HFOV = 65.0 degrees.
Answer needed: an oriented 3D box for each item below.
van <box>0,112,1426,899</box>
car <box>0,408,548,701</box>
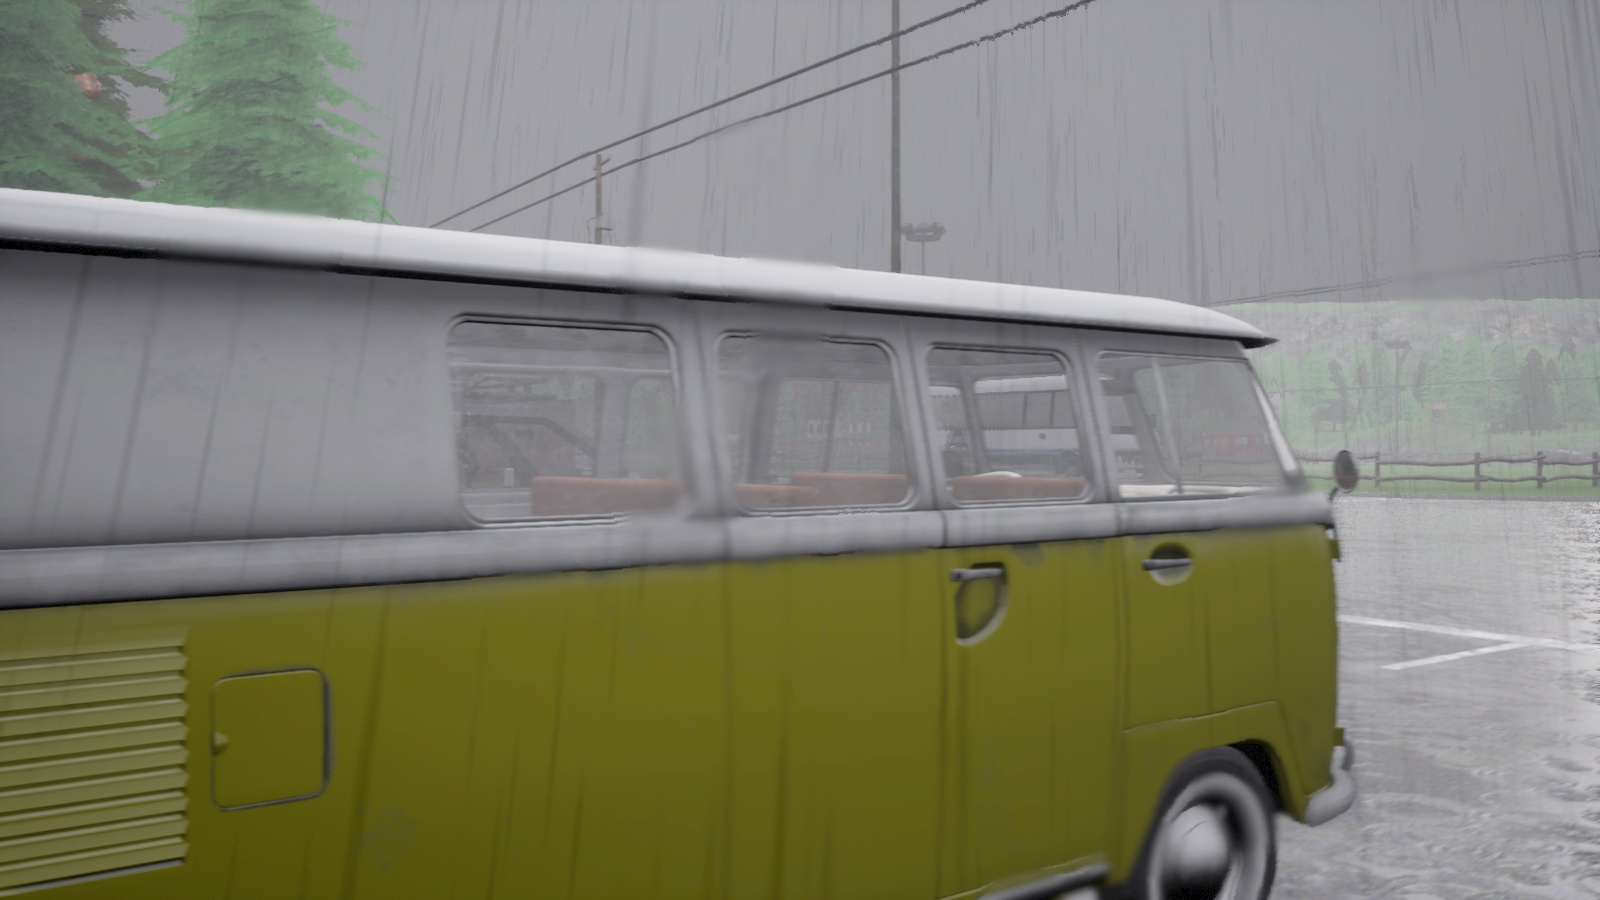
[{"bbox_3d":[-0.371,0.504,3.401,4.442,1.987,1.775,0,0,-35],"label":"van"},{"bbox_3d":[-4.389,0.630,9.134,4.553,1.767,2.097,0,0,-35],"label":"car"}]
